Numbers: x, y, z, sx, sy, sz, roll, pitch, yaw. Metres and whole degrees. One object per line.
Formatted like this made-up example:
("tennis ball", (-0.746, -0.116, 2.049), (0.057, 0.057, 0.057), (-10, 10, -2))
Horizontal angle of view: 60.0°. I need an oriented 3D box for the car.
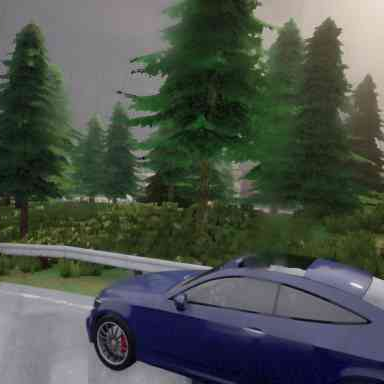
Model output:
("car", (0.804, 1.499, 4.066), (4.674, 1.442, 1.812), (1, 1, 31))
